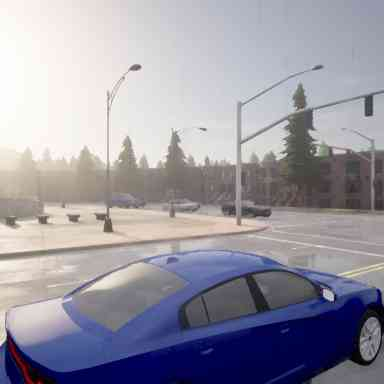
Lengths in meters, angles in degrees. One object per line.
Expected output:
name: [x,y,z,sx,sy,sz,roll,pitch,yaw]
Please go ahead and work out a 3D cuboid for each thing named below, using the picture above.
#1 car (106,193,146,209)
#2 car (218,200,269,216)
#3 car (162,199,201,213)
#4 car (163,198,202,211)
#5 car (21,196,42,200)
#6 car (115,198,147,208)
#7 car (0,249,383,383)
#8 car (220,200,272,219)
car: [-9.472,1.221,45.603,5.566,2.045,2.150,0,0,36]
car: [5.202,1.548,34.576,2.033,1.411,5.357,0,0,-36]
car: [-1.379,1.601,37.470,1.895,1.301,4.718,0,0,-38]
car: [-1.267,1.548,42.832,2.033,1.411,5.357,0,0,-42]
car: [-29.909,1.505,60.665,4.892,1.490,1.837,0,0,5]
car: [-9.102,1.601,49.599,4.718,1.301,1.895,0,0,34]
car: [0.462,1.478,4.126,5.008,1.535,1.882,0,0,-35]
car: [4.714,1.478,29.285,1.882,1.535,5.008,0,0,-36]
